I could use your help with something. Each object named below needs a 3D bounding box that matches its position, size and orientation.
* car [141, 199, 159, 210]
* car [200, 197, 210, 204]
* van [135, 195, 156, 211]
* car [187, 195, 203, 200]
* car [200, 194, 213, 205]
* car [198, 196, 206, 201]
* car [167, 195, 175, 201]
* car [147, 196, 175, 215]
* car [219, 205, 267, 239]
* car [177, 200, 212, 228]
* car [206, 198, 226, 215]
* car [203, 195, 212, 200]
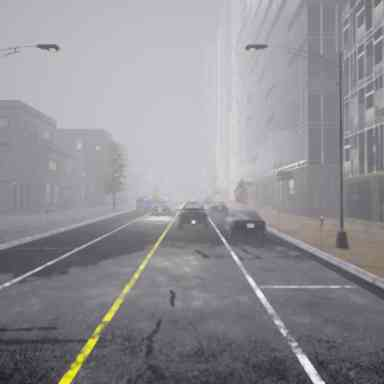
[{"bbox_3d":[-5.701,1.636,45.634,1.802,1.307,4.206,1,0,0],"label":"car"},{"bbox_3d":[2.669,1.648,68.157,1.947,1.339,4.313,1,0,0],"label":"car"},{"bbox_3d":[-5.694,1.389,39.990,1.690,1.788,3.998,1,0,0],"label":"van"},{"bbox_3d":[0.078,1.546,45.443,2.128,1.511,4.902,0,0,0],"label":"car"},{"bbox_3d":[2.675,1.390,62.514,2.192,1.841,5.009,1,0,0],"label":"car"},{"bbox_3d":[2.659,1.680,90.734,1.947,1.339,4.313,1,0,0],"label":"car"},{"bbox_3d":[-5.719,1.554,90.786,1.967,1.590,4.097,1,0,0],"label":"car"},{"bbox_3d":[-3.100,1.532,34.804,2.128,1.511,4.902,0,0,0],"label":"car"},{"bbox_3d":[2.693,1.586,17.360,1.947,1.339,4.313,1,0,0],"label":"car"},{"bbox_3d":[0.090,1.530,22.190,1.837,1.490,4.892,0,0,0],"label":"car"},{"bbox_3d":[2.685,1.606,34.293,1.947,1.339,4.313,1,0,0],"label":"car"},{"bbox_3d":[2.676,1.508,56.870,1.967,1.590,4.097,1,0,0],"label":"car"}]
